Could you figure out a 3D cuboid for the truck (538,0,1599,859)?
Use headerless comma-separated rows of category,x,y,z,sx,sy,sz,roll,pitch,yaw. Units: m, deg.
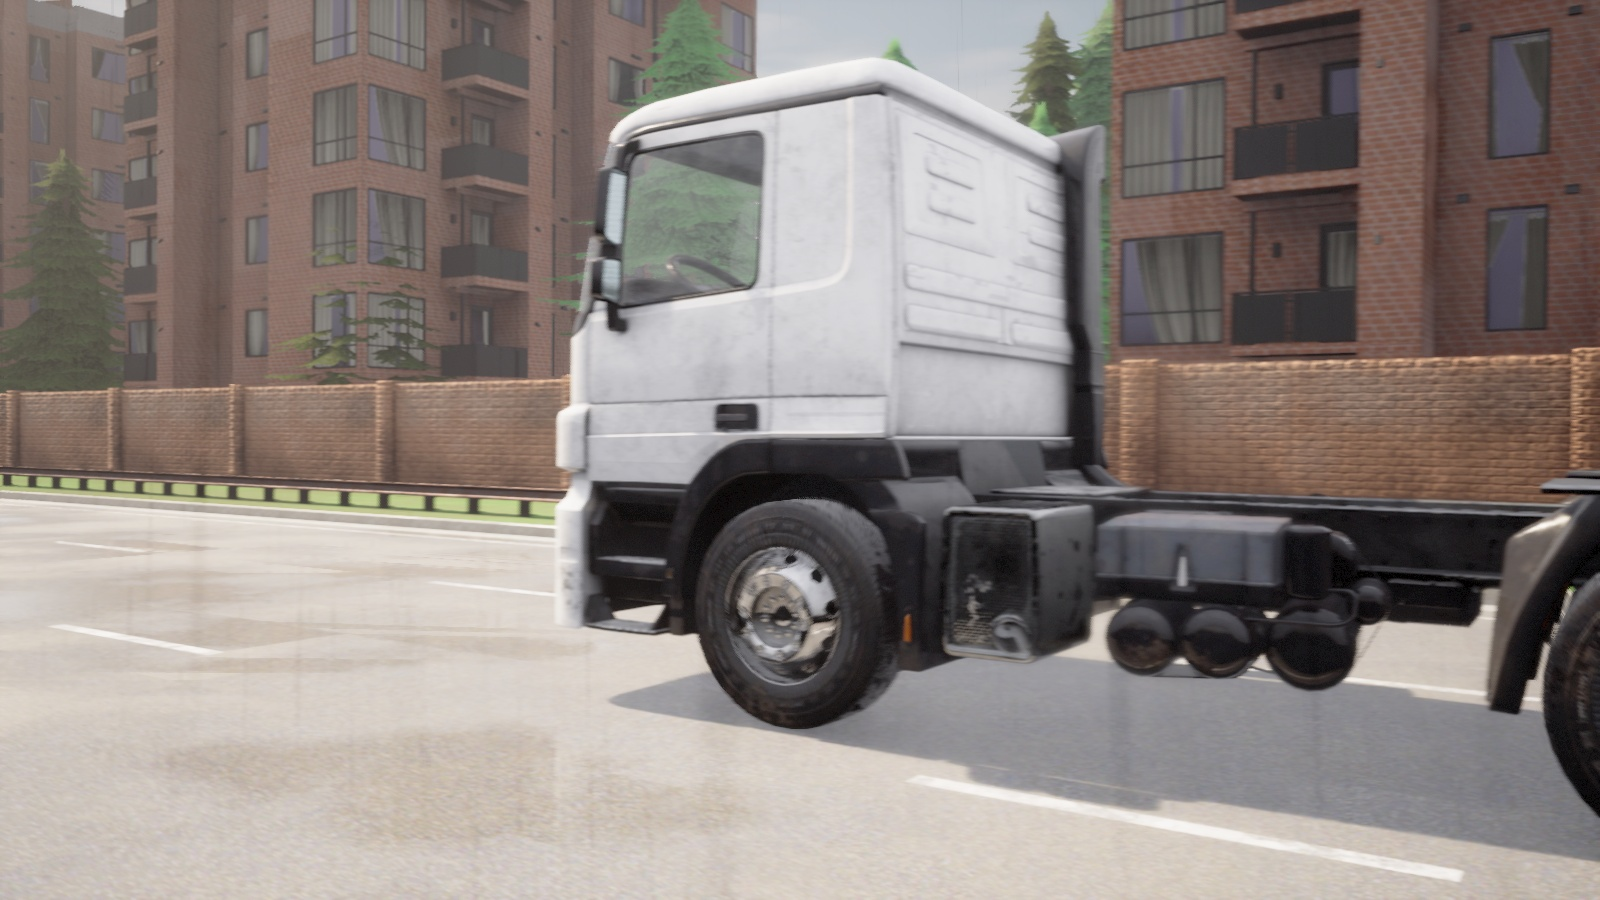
truck,2.664,-0.355,6.036,7.936,3.462,2.891,0,1,34
